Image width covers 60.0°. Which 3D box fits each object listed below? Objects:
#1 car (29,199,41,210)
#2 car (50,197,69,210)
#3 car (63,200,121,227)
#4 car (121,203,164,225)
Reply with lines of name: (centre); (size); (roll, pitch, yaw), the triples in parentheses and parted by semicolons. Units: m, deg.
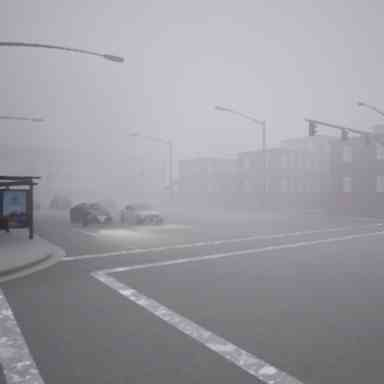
car: (-21.145, 1.641, 43.409); (2.033, 1.411, 5.357); (0, 0, -34)
car: (-17.062, 1.451, 43.649); (2.097, 1.767, 4.553); (0, 0, -35)
car: (-7.148, 1.548, 23.337); (2.128, 1.511, 4.902); (0, 0, -35)
car: (-3.852, 1.590, 24.726); (1.812, 1.442, 4.674); (0, 0, -35)
